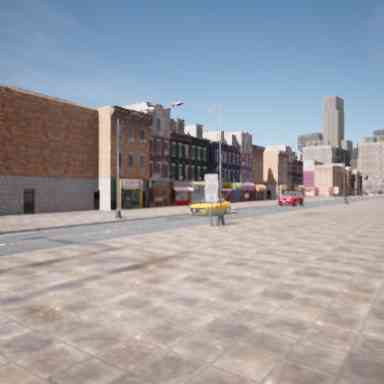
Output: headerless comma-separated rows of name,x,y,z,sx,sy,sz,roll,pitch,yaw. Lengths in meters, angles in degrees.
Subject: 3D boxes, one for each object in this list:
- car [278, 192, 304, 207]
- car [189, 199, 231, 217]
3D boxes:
car,13.949,0.953,46.745,2.150,2.045,5.566,0,0,35
car,1.655,1.296,29.621,1.882,1.535,5.008,0,0,35
